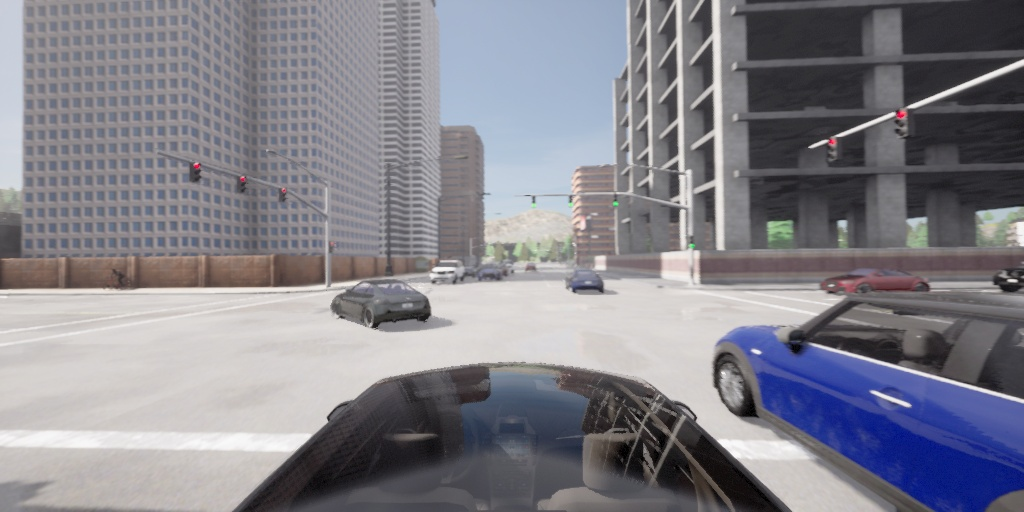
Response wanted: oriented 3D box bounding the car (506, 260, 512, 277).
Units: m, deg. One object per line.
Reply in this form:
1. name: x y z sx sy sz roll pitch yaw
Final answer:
1. car: -1.530 1.628 44.254 2.097 1.767 4.553 -1 -1 4

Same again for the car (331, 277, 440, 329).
1. car: -4.541 1.491 12.226 1.994 1.385 4.181 0 -1 -44

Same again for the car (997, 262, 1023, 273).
1. car: 27.832 0.853 17.822 5.566 2.045 2.150 -1 -1 3

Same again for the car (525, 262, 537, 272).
1. car: 3.293 1.964 62.334 1.812 1.442 4.674 -1 -1 4

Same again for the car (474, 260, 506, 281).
1. car: -2.076 1.530 35.525 2.097 1.767 4.553 -1 -1 4

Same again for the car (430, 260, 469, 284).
1. car: -5.753 1.407 32.734 2.150 2.045 5.566 -1 -1 3

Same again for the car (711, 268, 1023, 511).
1. car: 3.710 1.076 3.062 2.097 1.767 4.553 -1 -1 2

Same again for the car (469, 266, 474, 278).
1. car: -5.174 1.856 42.132 1.994 1.385 4.181 -1 -1 4

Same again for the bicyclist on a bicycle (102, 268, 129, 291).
1. bicyclist on a bicycle: -28.228 1.652 25.569 0.582 1.620 1.656 -1 0 3

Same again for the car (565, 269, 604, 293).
1. car: 4.458 1.513 22.523 1.994 1.385 4.181 -1 -1 2

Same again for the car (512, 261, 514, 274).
1. car: -0.818 1.614 54.628 2.150 2.045 5.566 -1 -1 4
